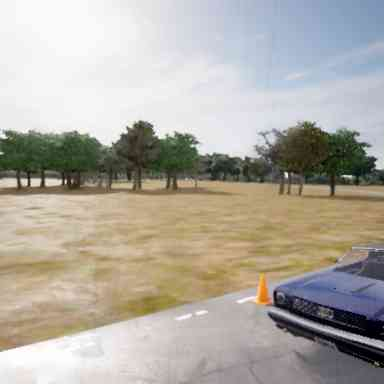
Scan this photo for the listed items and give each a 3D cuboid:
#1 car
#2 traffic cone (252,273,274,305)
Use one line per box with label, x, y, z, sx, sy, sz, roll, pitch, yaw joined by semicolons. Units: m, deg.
car;3.401;1.595;5.565;4.718;1.301;1.895;0;0;-39
traffic cone;1.461;1.956;6.824;0.340;0.580;0.340;0;0;-38
